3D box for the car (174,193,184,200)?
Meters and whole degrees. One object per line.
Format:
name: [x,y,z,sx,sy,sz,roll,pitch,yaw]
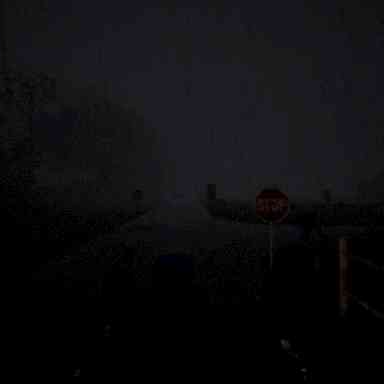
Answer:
car: [-2.752,0.951,69.232,1.994,1.385,4.181,0,0,0]
